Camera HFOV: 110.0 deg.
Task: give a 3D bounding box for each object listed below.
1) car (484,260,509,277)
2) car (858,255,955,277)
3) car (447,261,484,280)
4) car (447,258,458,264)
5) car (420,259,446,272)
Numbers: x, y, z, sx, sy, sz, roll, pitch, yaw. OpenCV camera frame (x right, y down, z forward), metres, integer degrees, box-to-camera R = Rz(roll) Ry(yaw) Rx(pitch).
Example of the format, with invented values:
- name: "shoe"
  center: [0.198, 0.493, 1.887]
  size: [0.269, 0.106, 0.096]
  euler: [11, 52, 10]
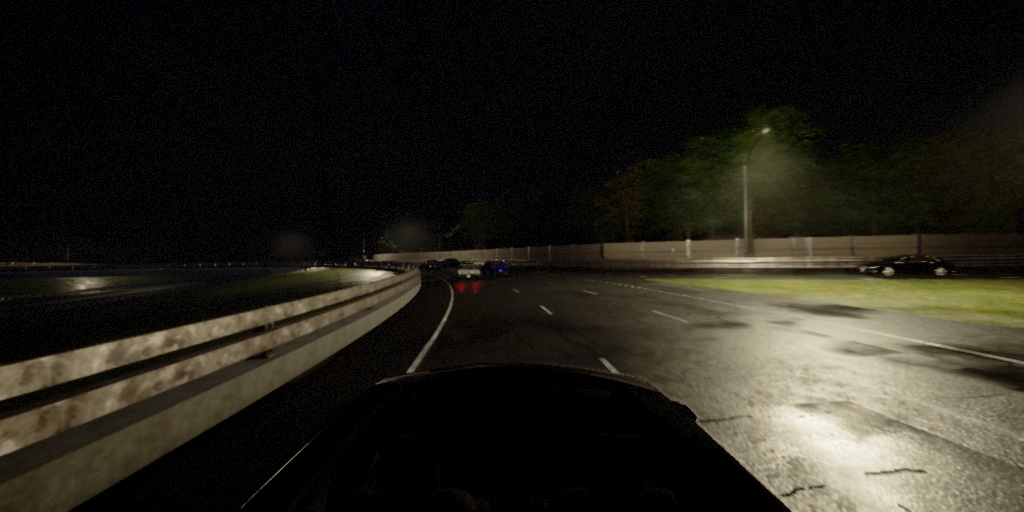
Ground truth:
- name: "car"
  center: [-1.768, 1.165, 35.018]
  size: [1.882, 1.535, 5.008]
  euler: [-1, 0, -18]
- name: "car"
  center: [27.566, 0.687, 25.212]
  size: [4.892, 1.490, 1.837]
  euler: [-1, 0, 14]
- name: "car"
  center: [-4.063, 1.343, 30.667]
  size: [1.895, 1.301, 4.718]
  euler: [-1, 0, -16]
- name: "car"
  center: [-10.769, 1.128, 61.767]
  size: [2.097, 1.767, 4.553]
  euler: [-1, 0, -33]
- name: "car"
  center: [-10.921, 1.365, 48.061]
  size: [2.033, 1.411, 5.357]
  euler: [-1, 0, -26]
